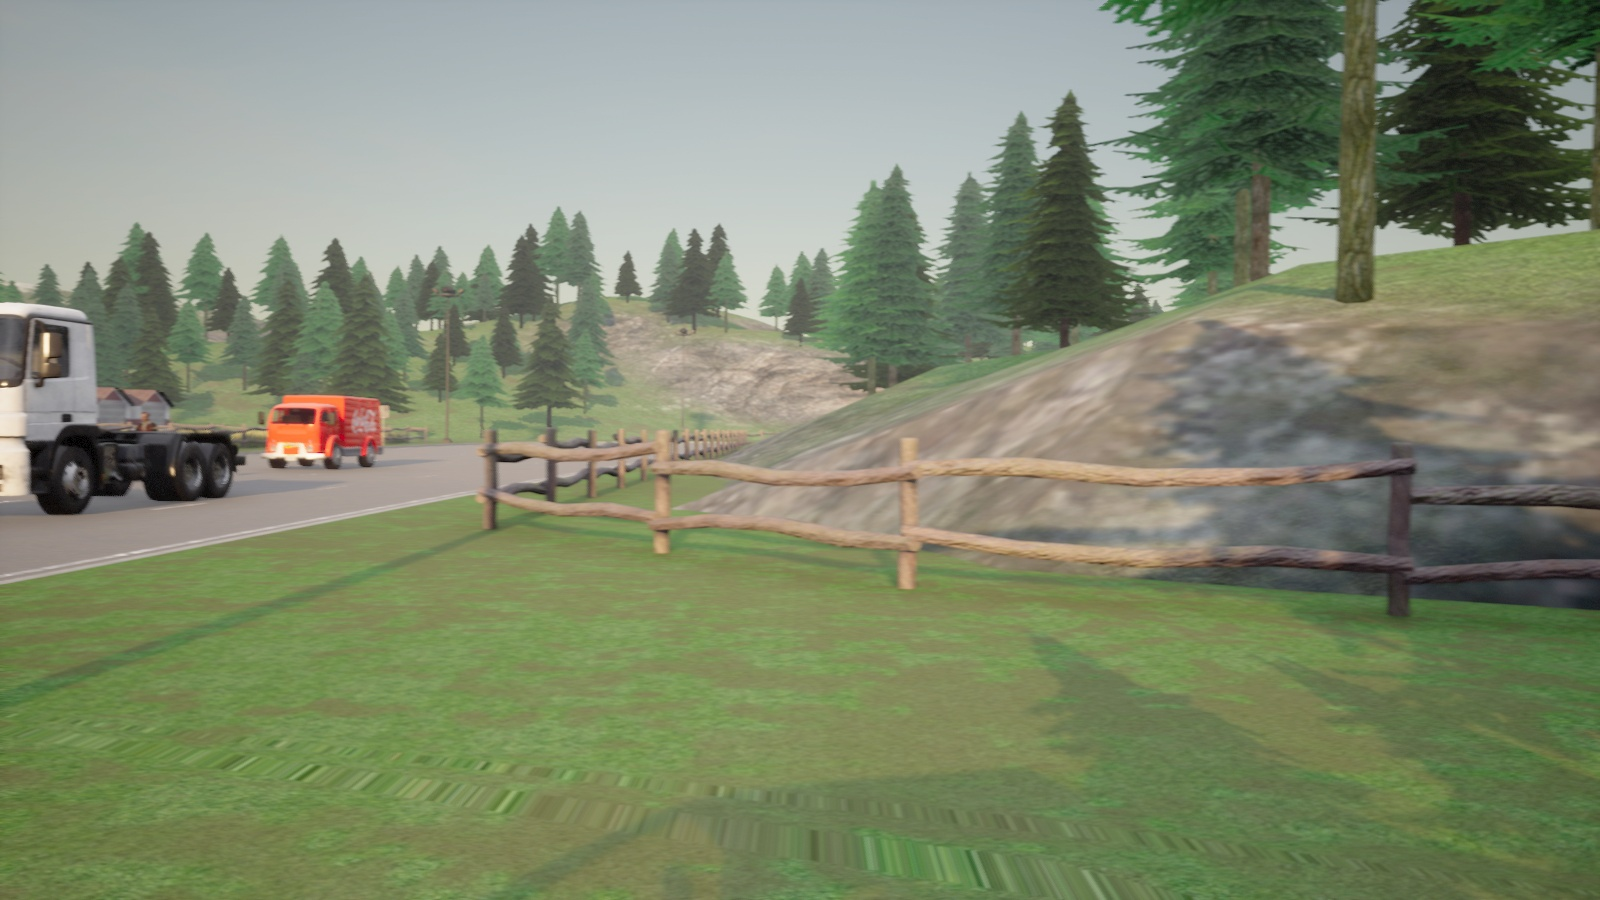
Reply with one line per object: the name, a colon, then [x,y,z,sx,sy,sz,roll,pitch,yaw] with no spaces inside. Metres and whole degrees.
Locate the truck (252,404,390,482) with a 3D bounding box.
truck: [-16.193,-0.254,42.788,2.627,2.467,5.204,0,1,1]

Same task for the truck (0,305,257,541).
truck: [-12.921,-0.449,22.471,2.891,3.462,7.936,0,1,0]
